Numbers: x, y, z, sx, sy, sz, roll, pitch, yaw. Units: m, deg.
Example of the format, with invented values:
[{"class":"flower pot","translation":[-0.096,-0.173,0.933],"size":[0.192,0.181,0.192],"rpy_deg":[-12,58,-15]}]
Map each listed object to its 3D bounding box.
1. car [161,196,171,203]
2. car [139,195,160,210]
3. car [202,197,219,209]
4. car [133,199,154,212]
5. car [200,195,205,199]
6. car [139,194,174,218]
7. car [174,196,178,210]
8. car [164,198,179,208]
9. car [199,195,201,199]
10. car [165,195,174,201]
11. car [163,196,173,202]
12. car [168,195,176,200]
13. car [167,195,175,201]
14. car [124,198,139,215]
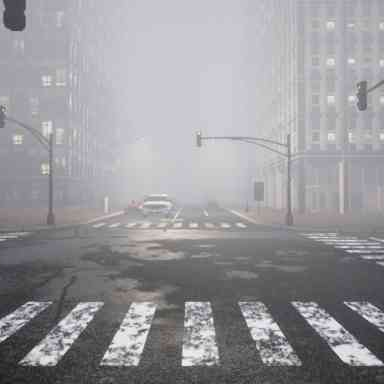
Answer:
[{"class":"car","translation":[-5.644,1.573,72.814],"size":[1.887,1.381,4.507],"rpy_deg":[1,0,0]},{"class":"car","translation":[-5.652,1.332,44.939],"size":[2.192,1.841,5.009],"rpy_deg":[1,0,0]},{"class":"car","translation":[2.723,1.599,44.997],"size":[1.802,1.307,4.206],"rpy_deg":[1,0,0]},{"class":"car","translation":[-5.660,1.597,39.364],"size":[1.802,1.307,4.206],"rpy_deg":[1,0,0]},{"class":"car","translation":[2.730,1.547,56.323],"size":[1.752,1.417,4.829],"rpy_deg":[1,0,0]},{"class":"car","translation":[-3.084,1.233,30.352],"size":[2.150,2.045,5.566],"rpy_deg":[0,0,0]},{"class":"car","translation":[-3.080,1.541,40.275],"size":[1.812,1.442,4.674],"rpy_deg":[0,0,0]},{"class":"car","translation":[-3.073,1.583,50.317],"size":[1.994,1.385,4.181],"rpy_deg":[0,0,0]},{"class":"car","translation":[2.731,1.590,61.730],"size":[1.947,1.339,4.313],"rpy_deg":[1,0,0]},{"class":"car","translation":[-5.639,1.578,83.965],"size":[1.887,1.381,4.507],"rpy_deg":[1,0,0]},{"class":"car","translation":[-5.642,1.582,78.390],"size":[2.008,1.369,4.403],"rpy_deg":[1,0,0]},{"class":"car","translation":[-5.635,1.605,95.115],"size":[1.947,1.339,4.313],"rpy_deg":[1,0,0]},{"class":"car","translation":[-5.637,1.587,89.540],"size":[2.008,1.369,4.403],"rpy_deg":[1,0,0]},{"class":"car","translation":[-5.659,1.453,33.788],"size":[1.967,1.590,4.097],"rpy_deg":[1,0,0]}]
